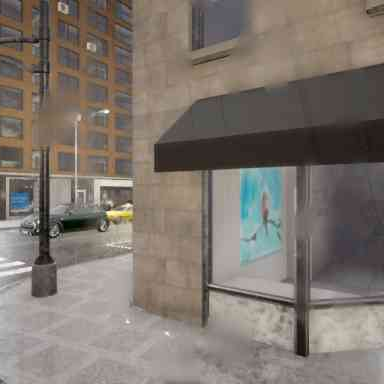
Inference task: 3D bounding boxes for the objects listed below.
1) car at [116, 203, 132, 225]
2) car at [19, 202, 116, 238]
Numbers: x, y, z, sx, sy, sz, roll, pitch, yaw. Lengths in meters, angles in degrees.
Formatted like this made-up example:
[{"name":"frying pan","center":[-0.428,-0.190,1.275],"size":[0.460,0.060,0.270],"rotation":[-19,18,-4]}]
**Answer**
[{"name":"car","center":[-4.907,1.548,24.696],"size":[1.752,1.417,4.829],"rotation":[0,0,36]},{"name":"car","center":[-6.709,1.366,17.871],"size":[2.097,1.767,4.553],"rotation":[0,0,36]}]
